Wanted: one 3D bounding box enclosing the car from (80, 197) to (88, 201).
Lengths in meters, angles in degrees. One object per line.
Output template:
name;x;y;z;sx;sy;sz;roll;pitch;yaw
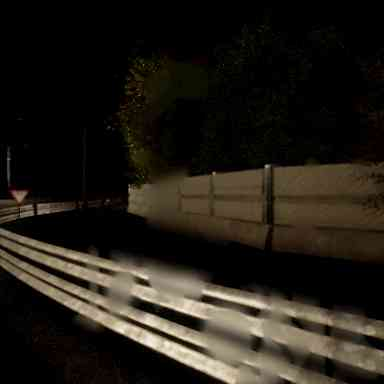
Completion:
car;-27.782;1.807;85.420;1.895;1.301;4.718;0;0;-21

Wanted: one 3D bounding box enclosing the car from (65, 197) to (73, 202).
car;-31.097;1.804;84.299;1.895;1.301;4.718;0;0;-21

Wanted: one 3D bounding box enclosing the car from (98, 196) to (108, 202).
car;-22.825;1.761;85.508;1.994;1.385;4.181;0;0;-6
